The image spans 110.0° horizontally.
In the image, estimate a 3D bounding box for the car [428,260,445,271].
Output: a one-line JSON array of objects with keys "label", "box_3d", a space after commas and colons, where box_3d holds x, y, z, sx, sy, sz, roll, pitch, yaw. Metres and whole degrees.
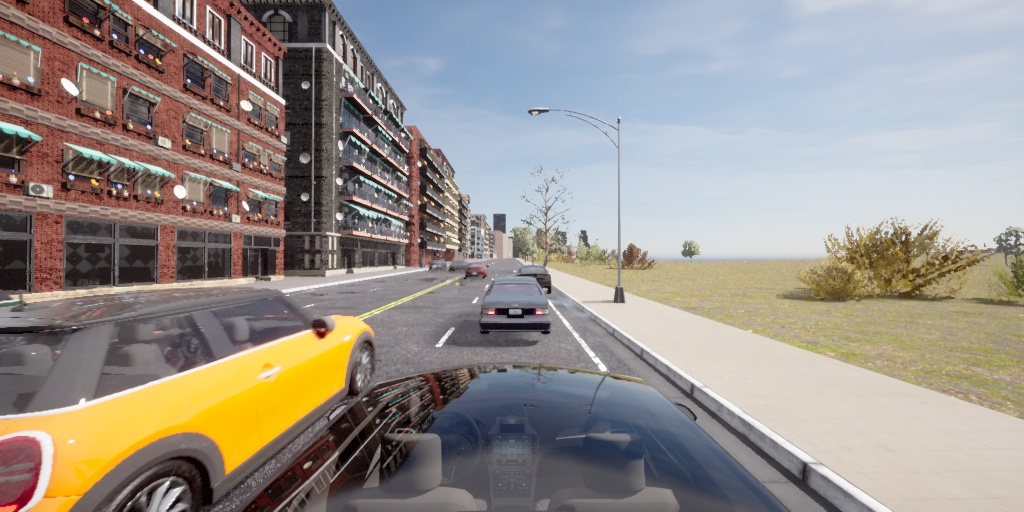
[{"label": "car", "box_3d": [-9.891, 1.242, 48.135, 2.128, 1.511, 4.902, 0, 0, 0]}]

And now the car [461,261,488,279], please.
[{"label": "car", "box_3d": [-3.180, 1.277, 32.683, 1.812, 1.442, 4.674, 0, 0, 0]}]

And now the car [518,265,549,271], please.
[{"label": "car", "box_3d": [1.119, 1.230, 20.327, 1.882, 1.535, 5.008, 0, 0, 0]}]

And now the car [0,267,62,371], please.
[{"label": "car", "box_3d": [-9.854, 1.102, 4.733, 2.097, 1.767, 4.553, 0, 0, 0]}]

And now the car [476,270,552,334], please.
[{"label": "car", "box_3d": [0.094, 1.299, 10.564, 2.033, 1.411, 5.357, 0, 0, 0]}]

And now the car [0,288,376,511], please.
[{"label": "car", "box_3d": [-3.154, 1.102, 3.724, 2.097, 1.767, 4.553, 0, 0, 0]}]

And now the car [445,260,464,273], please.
[{"label": "car", "box_3d": [-6.640, 1.256, 44.267, 1.837, 1.490, 4.892, 0, 0, 0]}]
